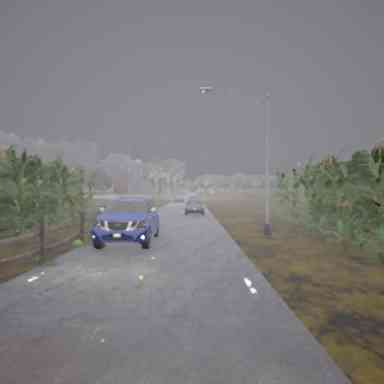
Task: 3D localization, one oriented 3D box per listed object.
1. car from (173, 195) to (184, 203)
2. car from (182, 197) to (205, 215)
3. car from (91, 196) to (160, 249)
[{"bbox_3d":[-2.511,1.416,64.601,1.882,1.535,5.008,0,0,1],"label":"car"},{"bbox_3d":[0.238,1.547,33.696,1.994,1.385,4.181,0,0,0],"label":"car"},{"bbox_3d":[-2.693,1.212,14.772,2.150,2.045,5.566,0,0,0],"label":"car"}]
